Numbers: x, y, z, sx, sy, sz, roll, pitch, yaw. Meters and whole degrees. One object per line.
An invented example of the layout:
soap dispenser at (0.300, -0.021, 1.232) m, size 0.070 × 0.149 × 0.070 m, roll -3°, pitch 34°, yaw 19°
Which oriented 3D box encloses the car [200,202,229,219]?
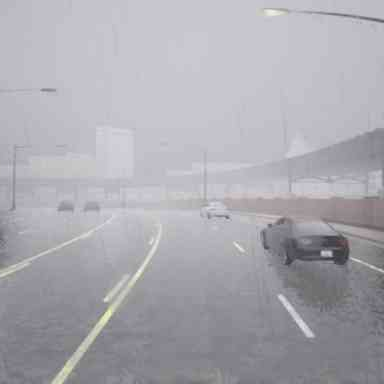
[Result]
car at (1.974, 1.627, 29.425) m, size 1.812 × 1.442 × 4.674 m, roll 1°, pitch -1°, yaw -10°

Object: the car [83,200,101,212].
car at (-14.762, 1.988, 49.004) m, size 2.097 × 1.767 × 4.553 m, roll 1°, pitch -3°, yaw -22°

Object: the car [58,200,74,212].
car at (-18.532, 1.985, 48.948) m, size 2.097 × 1.767 × 4.553 m, roll 1°, pitch -3°, yaw -23°

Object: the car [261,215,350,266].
car at (3.688, 1.530, 11.462) m, size 1.812 × 1.442 × 4.674 m, roll 1°, pitch 0°, yaw -1°
